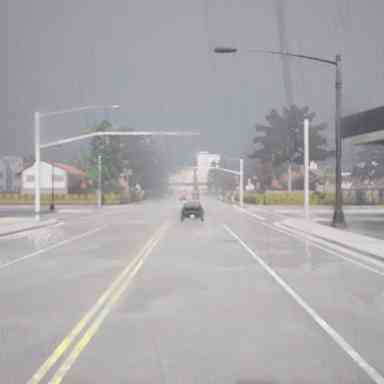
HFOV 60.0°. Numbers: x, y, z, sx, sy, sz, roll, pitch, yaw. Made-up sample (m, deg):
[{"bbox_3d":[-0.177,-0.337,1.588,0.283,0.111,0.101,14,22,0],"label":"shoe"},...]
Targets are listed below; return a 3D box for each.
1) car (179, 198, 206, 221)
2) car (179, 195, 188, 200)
[{"bbox_3d":[0.061,1.567,27.618,1.837,1.490,4.892,0,0,1],"label":"car"},{"bbox_3d":[-2.502,1.731,87.450,2.033,1.411,5.357,0,0,0],"label":"car"}]
